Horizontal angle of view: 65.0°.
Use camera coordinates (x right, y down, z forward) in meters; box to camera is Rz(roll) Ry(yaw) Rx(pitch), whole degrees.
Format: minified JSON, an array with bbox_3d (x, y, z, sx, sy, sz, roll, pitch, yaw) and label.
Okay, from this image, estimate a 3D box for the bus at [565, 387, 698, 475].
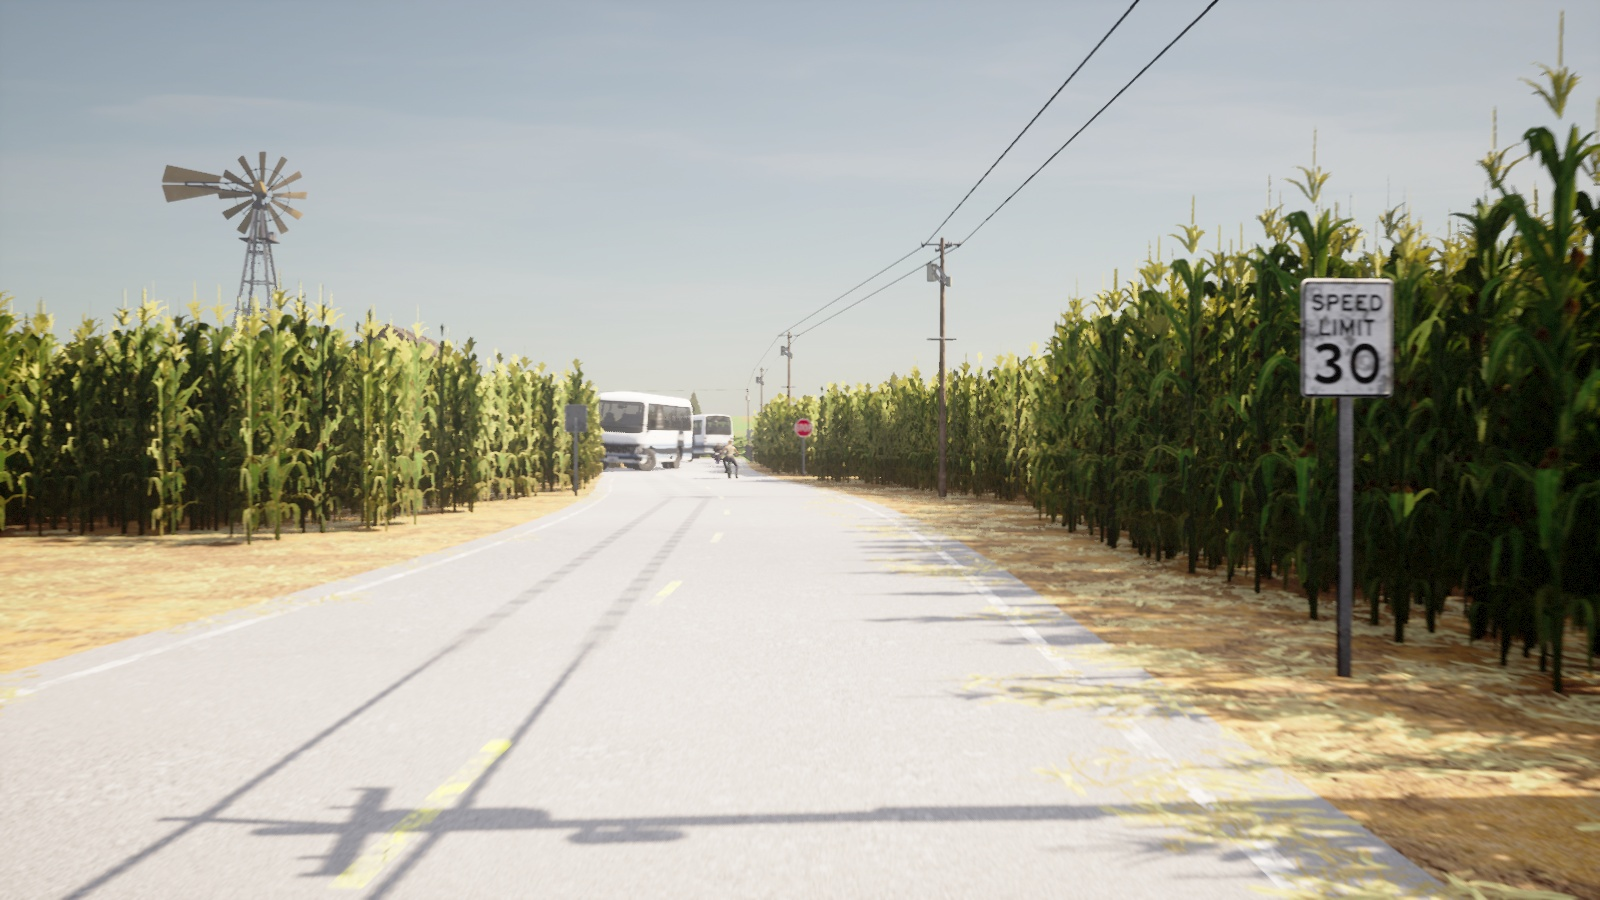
[{"bbox_3d":[-9.000,-1.028,69.016,3.944,4.253,10.273,4,1,11],"label":"bus"}]
